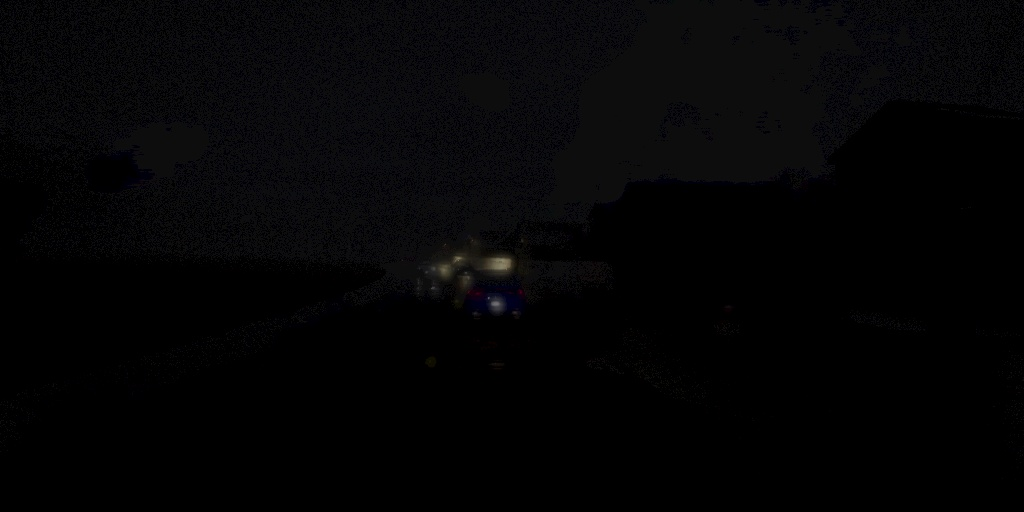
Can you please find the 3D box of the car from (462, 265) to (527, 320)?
[{"bbox_3d":[-0.665,1.247,12.800,1.882,1.535,5.008,0,0,-6],"label":"car"}]

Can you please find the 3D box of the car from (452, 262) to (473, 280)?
[{"bbox_3d":[-4.250,1.275,31.902,1.812,1.442,4.674,0,0,-15],"label":"car"}]

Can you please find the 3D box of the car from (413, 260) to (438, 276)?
[{"bbox_3d":[-8.677,1.323,36.470,1.895,1.301,4.718,0,0,-18],"label":"car"}]
